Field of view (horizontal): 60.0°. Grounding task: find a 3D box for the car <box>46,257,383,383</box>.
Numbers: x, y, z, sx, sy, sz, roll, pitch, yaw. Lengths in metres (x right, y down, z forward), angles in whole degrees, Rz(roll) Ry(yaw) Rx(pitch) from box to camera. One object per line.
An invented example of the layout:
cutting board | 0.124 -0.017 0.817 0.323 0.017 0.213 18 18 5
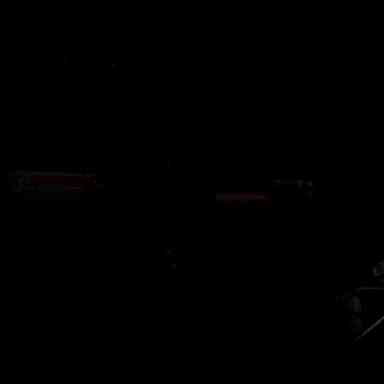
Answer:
car | 0.761 1.559 3.350 4.313 1.339 1.947 0 0 -36
